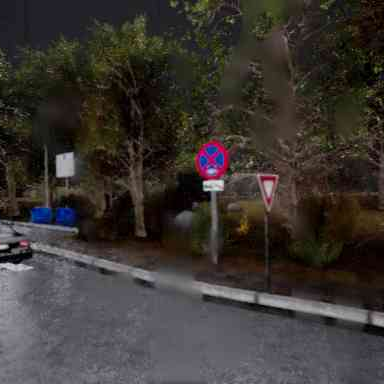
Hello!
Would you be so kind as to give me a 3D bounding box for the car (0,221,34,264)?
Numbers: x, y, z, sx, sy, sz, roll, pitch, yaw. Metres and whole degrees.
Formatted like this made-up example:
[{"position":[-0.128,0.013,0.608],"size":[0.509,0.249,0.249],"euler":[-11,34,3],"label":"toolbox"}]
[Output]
[{"position":[-7.167,1.625,11.031],"size":[5.357,1.411,2.033],"euler":[-1,0,42],"label":"car"}]
